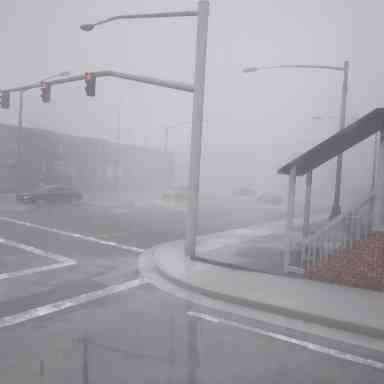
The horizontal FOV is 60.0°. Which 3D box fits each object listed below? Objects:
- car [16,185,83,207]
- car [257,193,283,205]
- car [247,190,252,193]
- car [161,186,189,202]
[{"bbox_3d":[-10.575,0.231,24.973,1.837,1.490,4.892,5,3,35],"label":"car"},{"bbox_3d":[9.608,0.779,40.774,1.994,1.385,4.181,5,3,36],"label":"car"},{"bbox_3d":[7.884,-0.018,50.475,2.128,1.511,4.902,5,3,36],"label":"car"},{"bbox_3d":[-1.479,0.080,37.614,2.097,1.767,4.553,5,3,36],"label":"car"}]
